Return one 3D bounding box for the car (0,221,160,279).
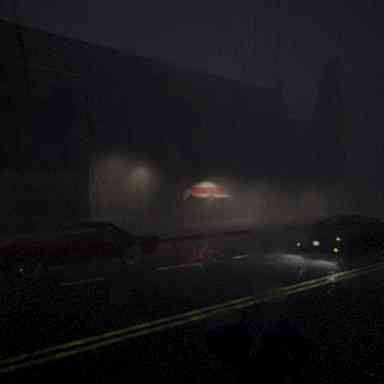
[{"bbox_3d":[-3.446,1.598,10.130,4.718,1.301,1.895,0,0,-35],"label":"car"}]

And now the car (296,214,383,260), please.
[{"bbox_3d":[5.826,1.554,12.428,4.181,1.385,1.994,0,0,-35],"label":"car"}]
